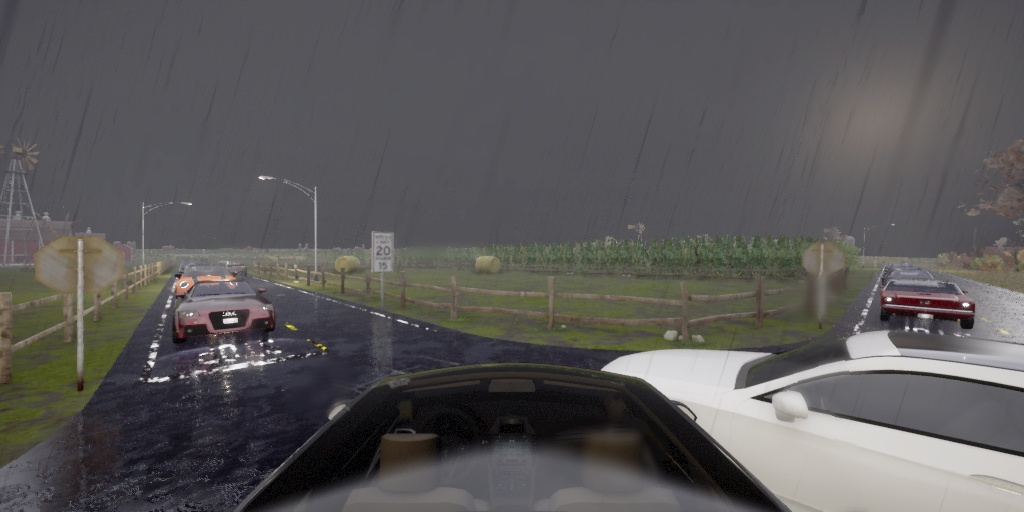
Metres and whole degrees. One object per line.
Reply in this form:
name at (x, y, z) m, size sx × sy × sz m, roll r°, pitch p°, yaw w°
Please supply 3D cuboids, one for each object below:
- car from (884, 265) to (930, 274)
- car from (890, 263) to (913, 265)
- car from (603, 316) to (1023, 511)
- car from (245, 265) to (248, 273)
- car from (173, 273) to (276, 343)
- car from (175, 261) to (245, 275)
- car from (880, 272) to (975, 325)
car at (20.364, 1.366, 18.393) m, size 5.357 × 1.411 × 2.033 m, roll 0°, pitch 1°, yaw -44°
car at (27.037, 1.406, 24.735) m, size 4.181 × 1.385 × 1.994 m, roll 0°, pitch 1°, yaw -44°
car at (2.811, 1.293, 2.539) m, size 1.812 × 1.442 × 4.674 m, roll 0°, pitch 1°, yaw -45°
car at (-27.438, 1.308, 35.450) m, size 2.128 × 1.511 × 4.902 m, roll 0°, pitch 0°, yaw -42°
car at (-8.066, 1.361, 9.986) m, size 1.994 × 1.385 × 4.181 m, roll 0°, pitch 0°, yaw -43°
car at (-13.925, 1.151, 16.394) m, size 2.097 × 1.767 × 4.553 m, roll 0°, pitch 0°, yaw -42°
car at (13.372, 1.400, 11.738) m, size 4.718 × 1.301 × 1.895 m, roll 0°, pitch 1°, yaw -44°
